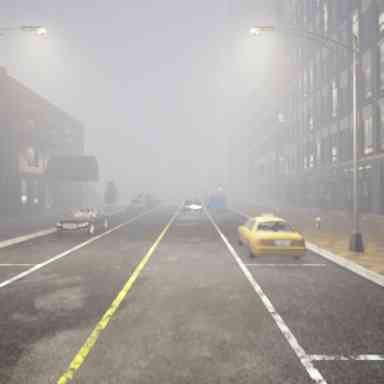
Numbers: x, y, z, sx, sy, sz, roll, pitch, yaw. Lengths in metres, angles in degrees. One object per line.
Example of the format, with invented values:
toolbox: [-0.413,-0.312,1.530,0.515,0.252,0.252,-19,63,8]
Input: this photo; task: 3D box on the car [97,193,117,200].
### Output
car: [-19.556,1.022,71.756,5.009,1.841,2.192,-1,0,1]

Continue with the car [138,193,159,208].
car: [-5.691,1.089,40.185,2.192,1.841,5.009,1,0,0]

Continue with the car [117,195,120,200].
car: [-19.451,1.356,80.135,4.313,1.339,1.947,-1,0,1]

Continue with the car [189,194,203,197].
car: [0.085,1.301,46.557,1.994,1.385,4.181,0,0,0]

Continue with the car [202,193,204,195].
car: [2.647,1.277,51.423,1.947,1.339,4.313,1,0,0]

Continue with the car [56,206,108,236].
car: [-5.686,1.451,17.610,2.008,1.369,4.403,1,0,0]

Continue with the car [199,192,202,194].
car: [2.664,0.913,95.013,1.967,1.590,4.097,1,0,0]

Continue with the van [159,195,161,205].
van: [-5.694,1.084,45.829,1.690,1.788,3.998,1,0,0]

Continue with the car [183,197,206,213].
car: [0.086,1.413,33.208,1.895,1.301,4.718,0,0,0]

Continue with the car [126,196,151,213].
car: [-5.693,1.387,34.542,1.802,1.307,4.206,1,0,0]

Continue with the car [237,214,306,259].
car: [2.664,1.456,12.084,1.752,1.417,4.829,1,0,0]

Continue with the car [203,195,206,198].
car: [2.651,1.340,40.134,1.947,1.339,4.313,1,0,0]

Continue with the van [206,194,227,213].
van: [2.657,1.146,34.489,1.690,1.788,3.998,1,0,0]
